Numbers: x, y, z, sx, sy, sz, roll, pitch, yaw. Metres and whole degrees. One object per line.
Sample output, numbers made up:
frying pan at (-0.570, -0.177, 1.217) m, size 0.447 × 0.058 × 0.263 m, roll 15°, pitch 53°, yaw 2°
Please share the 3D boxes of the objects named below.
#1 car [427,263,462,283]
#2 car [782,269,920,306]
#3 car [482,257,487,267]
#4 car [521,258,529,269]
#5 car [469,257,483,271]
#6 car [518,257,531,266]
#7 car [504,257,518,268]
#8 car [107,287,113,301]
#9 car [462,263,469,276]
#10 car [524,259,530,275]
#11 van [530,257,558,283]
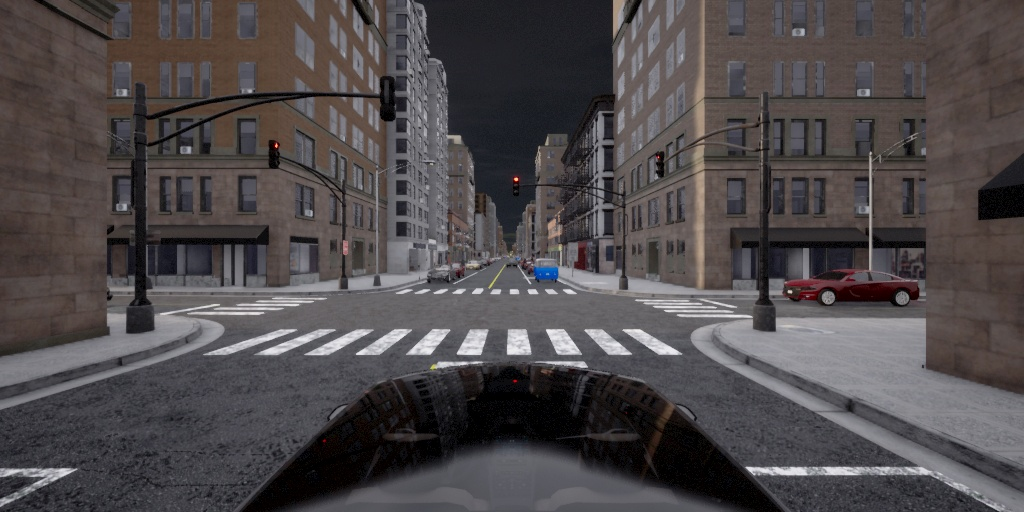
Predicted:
car at (-5.436, 1.299, 27.946) m, size 2.007 × 1.370 × 4.403 m, roll 0°, pitch 0°, yaw 0°
car at (14.790, 1.326, 15.833) m, size 5.008 × 1.535 × 1.882 m, roll 0°, pitch 0°, yaw 1°
car at (-5.488, 1.306, 56.356) m, size 1.948 × 1.339 × 4.313 m, roll 0°, pitch 0°, yaw 0°
car at (2.547, 1.326, 50.695) m, size 1.802 × 1.307 × 4.207 m, roll 0°, pitch 0°, yaw 0°
car at (-5.478, 1.270, 50.504) m, size 1.751 × 1.417 × 4.829 m, roll 0°, pitch 0°, yaw 0°
car at (2.537, 1.055, 56.376) m, size 2.192 × 1.841 × 5.009 m, roll 0°, pitch 0°, yaw 0°
car at (-0.012, 1.337, 61.580) m, size 1.895 × 1.301 × 4.718 m, roll 0°, pitch 0°, yaw 0°
car at (-17.751, 1.198, 12.776) m, size 5.357 × 1.411 × 2.033 m, roll 0°, pitch 0°, yaw 0°
car at (-5.446, 1.293, 33.627) m, size 1.888 × 1.381 × 4.507 m, roll 0°, pitch 0°, yaw 0°
car at (2.568, 1.330, 39.331) m, size 1.802 × 1.307 × 4.207 m, roll 0°, pitch 0°, yaw 0°
van at (2.589, 1.089, 27.969) m, size 1.690 × 1.789 × 3.998 m, roll 0°, pitch 0°, yaw 0°
